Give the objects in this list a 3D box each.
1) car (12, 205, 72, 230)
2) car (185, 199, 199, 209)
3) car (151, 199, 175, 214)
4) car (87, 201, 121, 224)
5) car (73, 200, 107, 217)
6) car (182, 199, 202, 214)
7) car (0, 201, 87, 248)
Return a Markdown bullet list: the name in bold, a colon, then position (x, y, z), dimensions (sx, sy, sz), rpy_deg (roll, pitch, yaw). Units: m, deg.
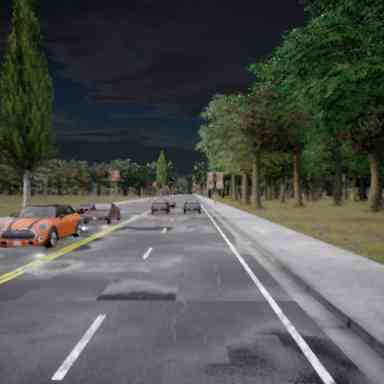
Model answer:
- **car**: position (-9.815, 1.593, 22.249), dimensions (1.895, 1.301, 4.718), rpy_deg (0, 0, 0)
- **car**: position (0.025, 1.615, 47.018), dimensions (1.895, 1.301, 4.718), rpy_deg (0, 0, 0)
- **car**: position (-3.239, 1.493, 35.300), dimensions (2.128, 1.511, 4.902), rpy_deg (0, 0, 0)
- **car**: position (-6.547, 1.520, 24.796), dimensions (1.812, 1.442, 4.674), rpy_deg (0, 0, 1)
- **car**: position (-9.806, 1.561, 32.305), dimensions (1.994, 1.385, 4.181), rpy_deg (0, 0, 1)
- **car**: position (0.010, 1.494, 35.297), dimensions (2.128, 1.511, 4.902), rpy_deg (0, 0, 0)
- **car**: position (-6.562, 1.346, 14.766), dimensions (2.097, 1.767, 4.553), rpy_deg (0, 0, 0)
